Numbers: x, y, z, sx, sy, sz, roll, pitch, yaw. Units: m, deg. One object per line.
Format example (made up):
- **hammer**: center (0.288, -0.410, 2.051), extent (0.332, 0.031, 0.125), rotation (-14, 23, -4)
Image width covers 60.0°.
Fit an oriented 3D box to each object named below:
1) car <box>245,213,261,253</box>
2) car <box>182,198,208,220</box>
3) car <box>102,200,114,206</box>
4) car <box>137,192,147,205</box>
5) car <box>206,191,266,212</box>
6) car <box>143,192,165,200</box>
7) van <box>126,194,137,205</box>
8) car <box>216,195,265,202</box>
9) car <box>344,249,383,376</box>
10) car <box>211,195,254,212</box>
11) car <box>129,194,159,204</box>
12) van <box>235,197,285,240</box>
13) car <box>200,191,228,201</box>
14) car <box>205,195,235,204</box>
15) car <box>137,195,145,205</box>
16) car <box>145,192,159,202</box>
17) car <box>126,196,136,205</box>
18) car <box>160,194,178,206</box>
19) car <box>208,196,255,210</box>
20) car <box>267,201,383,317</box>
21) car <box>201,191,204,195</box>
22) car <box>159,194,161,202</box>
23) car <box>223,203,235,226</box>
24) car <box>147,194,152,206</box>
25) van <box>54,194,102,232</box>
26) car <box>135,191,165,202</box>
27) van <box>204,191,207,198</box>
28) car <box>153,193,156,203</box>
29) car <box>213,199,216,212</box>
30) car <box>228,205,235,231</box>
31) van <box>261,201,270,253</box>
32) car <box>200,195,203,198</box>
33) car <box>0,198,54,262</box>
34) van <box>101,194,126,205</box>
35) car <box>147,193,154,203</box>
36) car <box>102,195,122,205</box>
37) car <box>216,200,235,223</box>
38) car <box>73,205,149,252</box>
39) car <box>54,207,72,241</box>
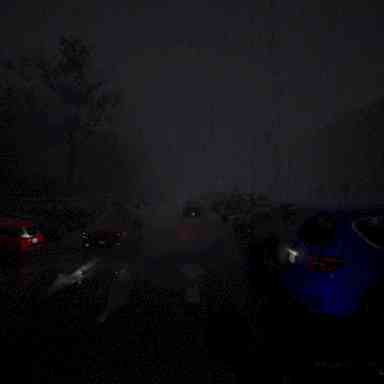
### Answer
- **car**: center (4.421, 1.601, 11.540), extent (4.674, 1.452, 2.002), rotation (0, 0, 0)
- **car**: center (0.122, 1.503, 28.328), extent (1.812, 1.442, 4.674), rotation (0, 1, 0)
- **car**: center (-8.171, 1.545, 22.821), extent (4.792, 1.488, 2.163), rotation (0, 1, 0)
- **car**: center (-8.153, 1.210, 39.634), extent (4.553, 1.767, 2.185), rotation (0, 1, 0)
- **car**: center (4.411, 1.174, 31.338), extent (5.566, 2.045, 2.435), rotation (0, 1, 0)
- **car**: center (-8.038, 0.853, 70.825), extent (4.553, 1.767, 2.185), rotation (0, 0, 0)
- **van**: center (-8.242, 1.168, 34.113), extent (4.442, 1.987, 1.878), rotation (0, 1, 0)
- **car**: center (4.403, 1.360, 25.689), extent (4.553, 1.767, 2.185), rotation (0, 1, 0)
- **car**: center (4.411, 1.502, 3.063), extent (5.008, 1.535, 2.097), rotation (0, 0, 0)
- **car**: center (4.413, 1.239, 36.991), extent (4.553, 1.767, 2.185), rotation (0, 1, 0)
- **car**: center (-8.104, 1.153, 56.701), extent (4.892, 1.521, 2.231), rotation (0, 1, 0)
- **van**: center (4.309, 1.350, 14.247), extent (4.442, 1.987, 1.878), rotation (0, 0, 0)
- **car**: center (4.498, 0.770, 68.071), extent (5.566, 2.045, 2.435), rotation (0, 1, 0)
- **car**: center (4.455, 1.223, 53.946), extent (4.674, 1.452, 2.002), rotation (0, 1, 0)
- **car**: center (-8.129, 1.365, 36.812), extent (5.008, 1.535, 2.097), rotation (0, 1, 0)
- **car**: center (-8.108, 1.213, 51.054), extent (5.008, 1.535, 2.097), rotation (0, 1, 0)
- **car**: center (-8.136, 1.426, 31.290), extent (4.892, 1.521, 2.231), rotation (0, 1, 0)
- **car**: center (-3.289, 1.265, 50.515), extent (1.812, 1.442, 4.674), rotation (0, 1, 0)
- **car**: center (4.632, 1.332, 39.817), extent (5.366, 1.575, 1.946), rotation (0, 1, 0)
- **car**: center (4.447, 1.271, 5.891), extent (5.566, 2.045, 2.435), rotation (0, 0, 0)
- **car**: center (4.470, 1.089, 62.422), extent (5.008, 1.535, 2.097), rotation (0, 1, 0)
- **car**: center (-8.106, 1.182, 53.877), extent (5.008, 1.535, 2.097), rotation (0, 1, 0)
- **car**: center (4.433, 1.587, 20.039), extent (4.674, 1.452, 2.002), rotation (0, 1, 0)
- **car**: center (-8.115, 1.305, 42.459), extent (5.008, 1.535, 2.097), rotation (0, 1, 0)
- **van**: center (-8.024, 1.320, 19.992), extent (4.442, 1.987, 1.878), rotation (0, 1, 0)
- **car**: center (-8.078, 0.806, 65.044), extent (5.566, 2.045, 2.435), rotation (0, 1, 0)
- **van**: center (4.337, 1.018, 48.292), extent (4.442, 1.987, 1.878), rotation (0, 1, 0)
- **car**: center (-8.144, 1.273, 48.230), extent (4.792, 1.488, 2.163), rotation (0, 1, 0)
- **car**: center (4.434, 1.496, 28.516), extent (4.674, 1.452, 2.002), rotation (0, 1, 0)
- **car**: center (4.425, 1.612, 17.205), extent (4.674, 1.452, 2.002), rotation (0, 1, 0)
- **van**: center (4.304, 1.316, 8.716), extent (4.442, 1.987, 1.878), rotation (0, 0, 0)
- **car**: center (0.133, 1.412, 43.872), extent (1.895, 1.301, 4.718), rotation (0, 1, 0)
- **car**: center (-8.125, 1.307, 11.380), extent (5.566, 2.045, 2.435), rotation (0, 0, 0)
- **van**: center (-8.250, 1.229, 28.463), extent (4.442, 1.987, 1.878), rotation (0, 1, 0)
- **car**: center (-8.122, 1.275, 45.282), extent (5.008, 1.535, 2.097), rotation (0, 1, 0)
- **car**: center (-8.105, 1.361, 25.517), extent (4.553, 1.767, 2.185), rotation (0, 1, 0)
- **car**: center (4.438, 1.516, 22.864), extent (5.008, 1.535, 2.097), rotation (0, 1, 0)
- **car**: center (-3.321, 1.573, 14.722), extent (1.882, 1.535, 5.008), rotation (0, 0, 0)
- **car**: center (-8.144, 1.575, 14.214), extent (5.008, 1.535, 2.097), rotation (0, -1, 0)
